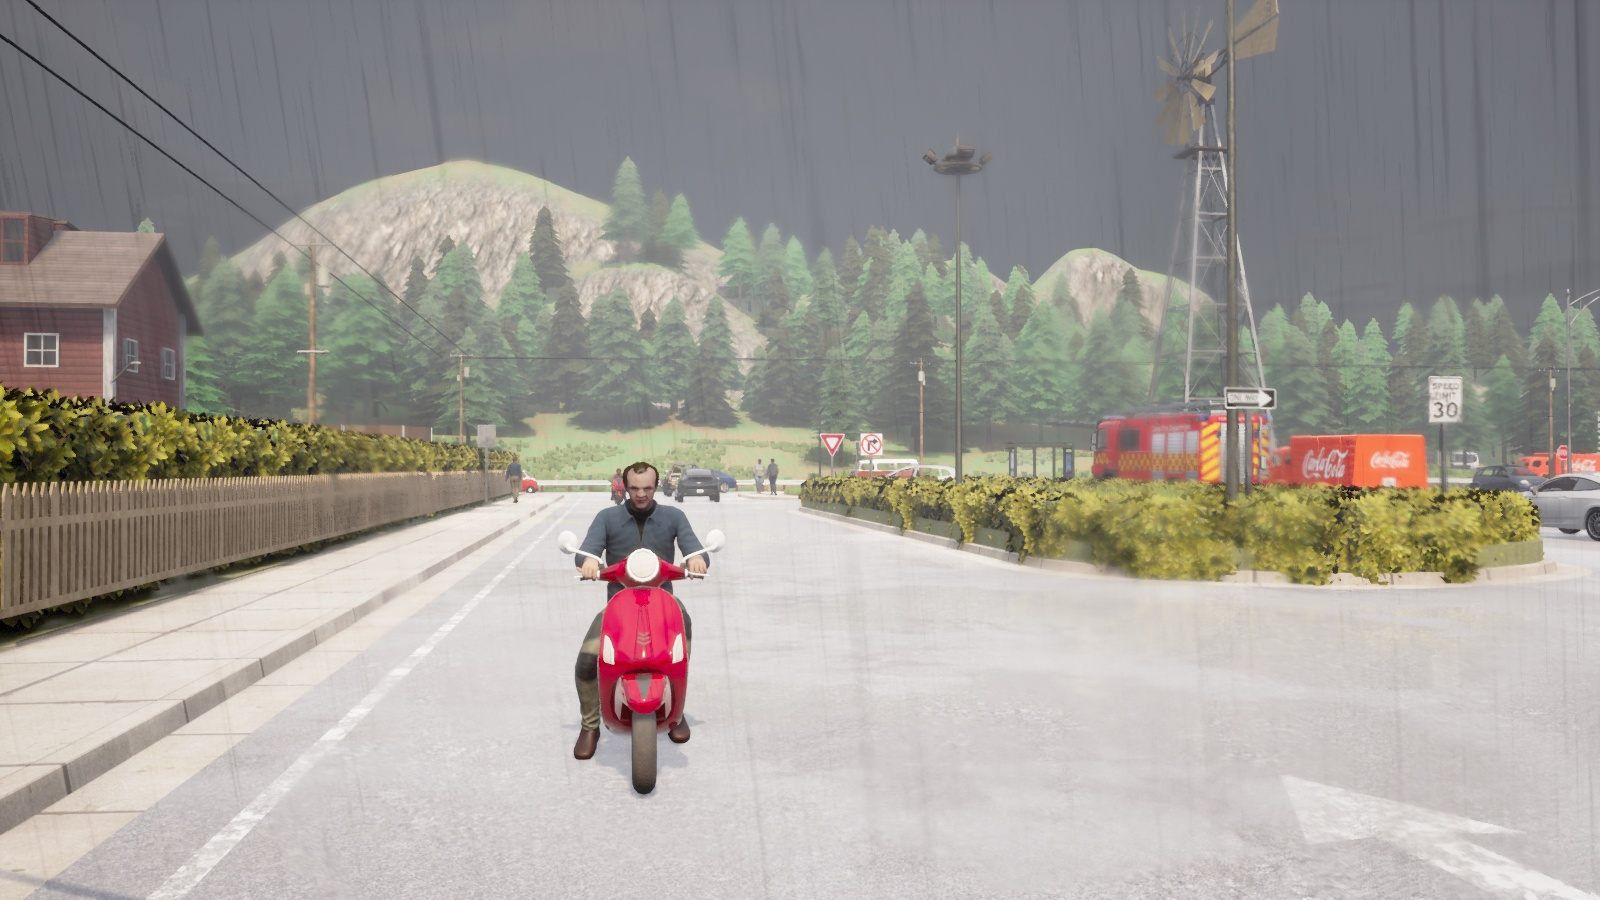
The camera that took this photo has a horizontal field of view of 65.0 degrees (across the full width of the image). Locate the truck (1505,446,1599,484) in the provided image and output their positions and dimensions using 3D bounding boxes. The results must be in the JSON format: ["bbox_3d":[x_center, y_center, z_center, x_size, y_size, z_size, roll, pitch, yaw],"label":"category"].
[{"bbox_3d":[50.447,1.025,84.057,5.204,2.467,2.627,0,-1,-8],"label":"truck"}]

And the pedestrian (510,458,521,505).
[{"bbox_3d":[-11.124,1.224,49.040,0.370,1.835,0.726,0,-1,-9],"label":"pedestrian"}]

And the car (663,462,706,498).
[{"bbox_3d":[-6.175,1.577,66.621,1.932,1.855,4.605,0,-1,-9],"label":"car"}]

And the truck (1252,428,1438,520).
[{"bbox_3d":[15.742,0.682,36.715,2.627,2.467,5.204,0,-1,-8],"label":"truck"}]

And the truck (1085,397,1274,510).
[{"bbox_3d":[13.911,0.158,46.998,2.891,3.827,8.468,0,-1,-13],"label":"truck"}]

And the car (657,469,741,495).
[{"bbox_3d":[-6.051,1.899,75.096,4.674,1.442,1.812,0,-1,-26],"label":"car"}]

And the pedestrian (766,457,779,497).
[{"bbox_3d":[-1.339,1.312,62.004,0.423,1.949,0.788,0,-1,-18],"label":"pedestrian"}]

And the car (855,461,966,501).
[{"bbox_3d":[4.821,1.345,54.410,4.611,1.667,2.242,-1,-1,10],"label":"car"}]

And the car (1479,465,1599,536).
[{"bbox_3d":[17.195,1.056,27.343,1.812,1.442,4.674,0,-1,-8],"label":"car"}]

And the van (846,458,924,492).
[{"bbox_3d":[5.214,1.532,77.633,4.480,2.038,2.069,0,-1,-8],"label":"van"}]

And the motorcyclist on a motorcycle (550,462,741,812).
[{"bbox_3d":[-0.841,0.865,6.701,0.866,1.590,1.817,0,-1,-8],"label":"motorcyclist on a motorcycle"}]

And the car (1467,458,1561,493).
[{"bbox_3d":[34.576,1.227,60.955,1.851,1.617,3.988,0,-1,-9],"label":"car"}]

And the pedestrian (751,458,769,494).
[{"bbox_3d":[-2.087,1.359,65.033,0.874,1.855,0.900,0,-1,-3],"label":"pedestrian"}]

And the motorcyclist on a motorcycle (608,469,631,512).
[{"bbox_3d":[-6.564,1.465,45.586,0.797,1.523,2.044,0,-1,-8],"label":"motorcyclist on a motorcycle"}]

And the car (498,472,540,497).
[{"bbox_3d":[-15.905,1.961,71.096,2.207,1.376,1.481,-1,-1,-8],"label":"car"}]

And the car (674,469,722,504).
[{"bbox_3d":[-4.646,1.616,56.595,1.837,1.490,4.892,0,-1,-8],"label":"car"}]
